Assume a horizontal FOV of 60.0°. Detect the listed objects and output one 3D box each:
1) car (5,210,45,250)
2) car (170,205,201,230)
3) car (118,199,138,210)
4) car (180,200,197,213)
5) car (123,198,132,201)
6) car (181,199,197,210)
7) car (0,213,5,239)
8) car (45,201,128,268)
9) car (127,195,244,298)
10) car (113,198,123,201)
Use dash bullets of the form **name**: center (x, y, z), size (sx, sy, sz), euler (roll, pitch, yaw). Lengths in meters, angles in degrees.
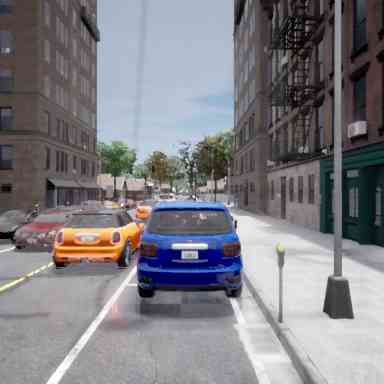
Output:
- **car**: center (-5.869, 1.526, 14.527), size (1.812, 1.442, 4.674), euler (0, 0, 0)
- **car**: center (-0.383, 1.584, 21.873), size (1.802, 1.307, 4.206), euler (0, 0, 0)
- **car**: center (-8.408, 1.600, 43.945), size (1.802, 1.307, 4.206), euler (0, 0, 0)
- **car**: center (-0.383, 1.596, 38.428), size (1.802, 1.307, 4.206), euler (0, 0, 0)
- **car**: center (-8.408, 1.454, 38.426), size (1.967, 1.590, 4.097), euler (0, 0, 0)
- **car**: center (-0.383, 1.584, 43.946), size (1.947, 1.339, 4.313), euler (0, 0, 0)
- **car**: center (-8.408, 1.567, 16.351), size (1.947, 1.339, 4.313), euler (0, 0, 0)
- **car**: center (-2.920, 1.351, 11.419), size (2.097, 1.767, 4.553), euler (0, 0, 0)
- **car**: center (-0.039, 1.228, 8.680), size (2.150, 2.045, 5.566), euler (0, 0, 0)
- **car**: center (-8.408, 1.535, 32.737), size (1.752, 1.417, 4.829), euler (0, 0, 0)
